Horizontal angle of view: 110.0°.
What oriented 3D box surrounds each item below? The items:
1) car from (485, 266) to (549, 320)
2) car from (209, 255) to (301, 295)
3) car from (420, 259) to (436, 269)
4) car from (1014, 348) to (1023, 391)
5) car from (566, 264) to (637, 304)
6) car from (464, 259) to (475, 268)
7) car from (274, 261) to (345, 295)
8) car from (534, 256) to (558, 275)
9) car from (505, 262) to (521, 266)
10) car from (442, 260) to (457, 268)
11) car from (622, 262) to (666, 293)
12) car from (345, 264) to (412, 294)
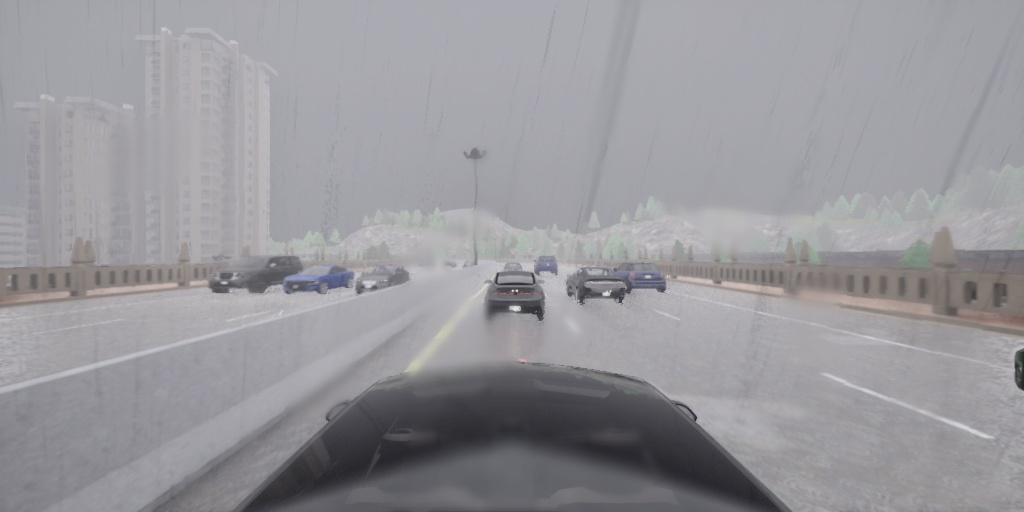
[{"bbox_3d":[0.100,1.253,12.670,1.837,1.490,4.892,0,0,0],"label":"car"},{"bbox_3d":[-14.098,0.969,20.338,2.150,2.045,5.566,0,0,0],"label":"car"},{"bbox_3d":[-14.042,1.276,60.056,1.882,1.535,5.008,0,0,1],"label":"car"},{"bbox_3d":[7.099,0.971,1.804,2.150,2.045,5.566,0,0,0],"label":"car"},{"bbox_3d":[3.599,1.240,16.115,2.128,1.511,4.902,0,0,0],"label":"car"},{"bbox_3d":[-7.044,1.293,60.903,2.128,1.511,4.902,0,0,1],"label":"car"},{"bbox_3d":[-10.599,1.225,20.066,1.882,1.535,5.008,0,0,0],"label":"car"},{"bbox_3d":[3.600,0.978,38.550,2.150,2.045,5.566,0,0,0],"label":"car"},{"bbox_3d":[0.100,1.299,33.997,2.033,1.411,5.357,0,0,0],"label":"car"},{"bbox_3d":[-10.538,1.401,60.481,1.895,1.301,4.718,0,0,1],"label":"car"},{"bbox_3d":[7.101,1.099,20.851,2.097,1.767,4.553,0,0,0],"label":"car"},{"bbox_3d":[-7.100,1.239,20.211,2.128,1.511,4.902,0,0,0],"label":"car"}]
